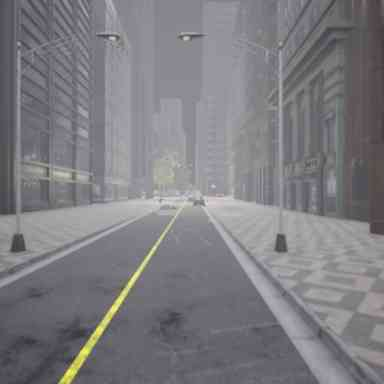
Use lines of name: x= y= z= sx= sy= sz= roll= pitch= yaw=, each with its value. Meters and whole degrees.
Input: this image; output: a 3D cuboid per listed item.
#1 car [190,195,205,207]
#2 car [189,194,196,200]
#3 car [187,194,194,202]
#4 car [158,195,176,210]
car: x=1.060 y=1.526 z=51.132 sx=1.812 sy=1.442 sz=4.674 roll=0 pitch=0 yaw=0
car: x=0.018 y=1.318 z=88.790 sx=1.837 sy=1.490 sz=4.892 roll=0 pitch=0 yaw=0
car: x=0.013 y=1.398 z=69.388 sx=1.812 sy=1.442 sz=4.674 roll=0 pitch=0 yaw=0
car: x=-3.065 y=1.525 z=43.195 sx=1.812 sy=1.442 sz=4.674 roll=0 pitch=0 yaw=0
